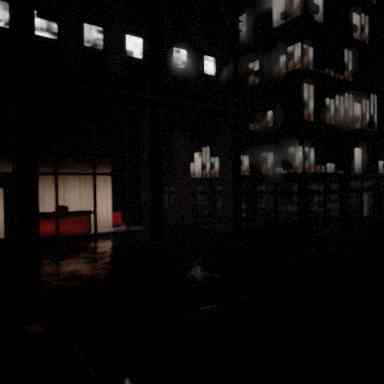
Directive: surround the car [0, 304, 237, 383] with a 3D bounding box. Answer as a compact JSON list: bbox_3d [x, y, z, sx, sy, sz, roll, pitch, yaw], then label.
[{"bbox_3d":[-2.051,1.606,1.918,4.718,1.301,1.895,-1,0,-35],"label":"car"}]
